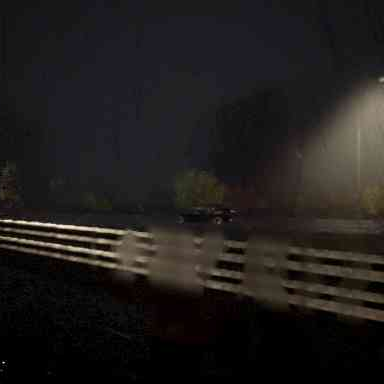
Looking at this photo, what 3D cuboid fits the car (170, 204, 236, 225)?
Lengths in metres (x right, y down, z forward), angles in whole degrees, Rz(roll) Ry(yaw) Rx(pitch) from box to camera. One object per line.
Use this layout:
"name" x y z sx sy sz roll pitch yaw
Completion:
"car" 0.719 1.836 25.550 4.718 1.301 1.895 0 0 14
